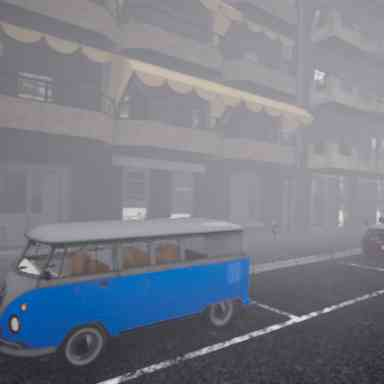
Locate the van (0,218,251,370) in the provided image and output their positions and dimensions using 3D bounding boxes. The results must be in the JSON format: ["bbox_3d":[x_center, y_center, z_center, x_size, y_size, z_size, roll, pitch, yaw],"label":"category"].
[{"bbox_3d":[-0.854,1.368,5.460,3.998,1.788,1.690,1,1,-35],"label":"van"}]

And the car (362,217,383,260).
[{"bbox_3d":[8.157,1.471,11.874,5.009,1.841,2.192,1,1,-35],"label":"car"}]
